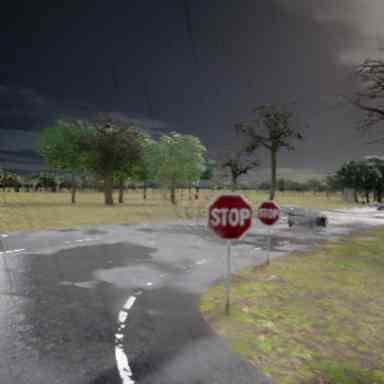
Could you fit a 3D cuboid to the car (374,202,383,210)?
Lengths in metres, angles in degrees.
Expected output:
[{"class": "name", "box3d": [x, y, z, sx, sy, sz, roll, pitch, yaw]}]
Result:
[{"class": "car", "box3d": [39.481, 2.976, 68.672, 2.033, 1.411, 5.357, 2, 0, 33]}]

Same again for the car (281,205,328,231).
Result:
[{"class": "car", "box3d": [9.105, 2.082, 25.965, 2.128, 1.511, 4.902, 2, 0, 39]}]

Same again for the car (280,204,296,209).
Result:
[{"class": "car", "box3d": [11.982, 2.181, 40.817, 1.812, 1.442, 4.674, 2, 0, 39]}]

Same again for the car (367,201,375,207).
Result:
[{"class": "car", "box3d": [44.494, 3.035, 81.672, 1.812, 1.442, 4.674, 2, 1, 39]}]
